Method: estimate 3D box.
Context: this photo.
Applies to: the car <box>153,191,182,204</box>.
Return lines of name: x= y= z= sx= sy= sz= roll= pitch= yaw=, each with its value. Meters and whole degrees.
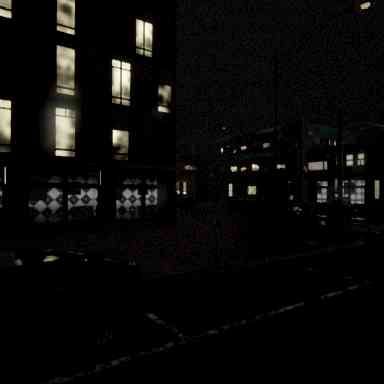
car: x=-3.927 y=0.793 z=52.077 sx=2.192 sy=1.841 sz=5.009 roll=1 pitch=0 yaw=-36

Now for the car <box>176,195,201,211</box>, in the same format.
car: x=-0.812 y=1.231 z=33.712 sx=1.802 sy=1.307 sz=4.206 roll=1 pitch=0 yaw=-36

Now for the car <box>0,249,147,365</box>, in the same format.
car: x=-2.722 y=1.566 z=4.613 sx=4.313 sy=1.339 sz=1.947 roll=0 pitch=0 yaw=-36

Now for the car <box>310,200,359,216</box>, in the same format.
car: x=12.515 y=1.371 z=29.752 sx=1.887 sy=1.381 sz=4.507 roll=1 pitch=0 yaw=-36

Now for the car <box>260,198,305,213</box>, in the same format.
car: x=9.225 y=1.340 z=34.216 sx=1.802 sy=1.307 sz=4.206 roll=1 pitch=0 yaw=-36

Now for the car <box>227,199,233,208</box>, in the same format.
car: x=5.937 y=1.130 z=38.683 sx=1.967 sy=1.590 sz=4.097 roll=1 pitch=0 yaw=-36

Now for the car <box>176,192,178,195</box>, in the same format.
car: x=-0.643 y=1.101 z=47.613 sx=2.008 sy=1.369 sz=4.403 roll=1 pitch=0 yaw=-36

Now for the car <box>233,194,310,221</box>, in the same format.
car: x=5.774 y=1.101 z=24.781 sx=2.192 sy=1.841 sz=5.009 roll=1 pitch=0 yaw=-36
